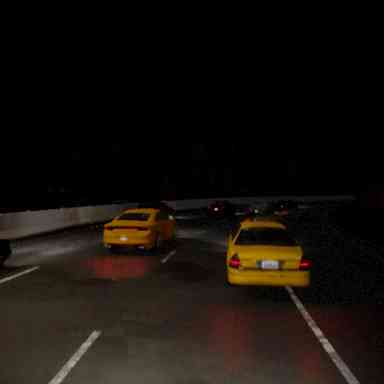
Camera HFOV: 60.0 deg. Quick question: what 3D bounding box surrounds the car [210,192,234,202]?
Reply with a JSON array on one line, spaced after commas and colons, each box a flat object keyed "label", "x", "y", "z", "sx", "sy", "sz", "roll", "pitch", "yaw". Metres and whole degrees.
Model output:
[{"label": "car", "x": 6.470, "y": 1.083, "z": 70.775, "sx": 2.150, "sy": 2.045, "sz": 5.566, "roll": 0, "pitch": 0, "yaw": 41}]

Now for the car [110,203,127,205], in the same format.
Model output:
[{"label": "car", "x": -7.379, "y": 1.458, "z": 34.314, "sx": 1.812, "sy": 1.442, "sz": 4.674, "roll": 0, "pitch": 0, "yaw": 21}]

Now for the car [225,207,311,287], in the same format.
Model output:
[{"label": "car", "x": 1.895, "y": 1.437, "z": 9.247, "sx": 1.801, "sy": 1.575, "sz": 5.366, "roll": 0, "pitch": 0, "yaw": 7}]

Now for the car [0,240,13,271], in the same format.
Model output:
[{"label": "car", "x": -6.356, "y": 1.586, "z": 7.634, "sx": 1.895, "sy": 1.301, "sz": 4.718, "roll": 0, "pitch": 0, "yaw": 6}]

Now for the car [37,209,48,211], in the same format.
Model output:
[{"label": "car", "x": -14.357, "y": 1.531, "z": 35.652, "sx": 1.895, "sy": 1.301, "sz": 4.718, "roll": 0, "pitch": 0, "yaw": 20}]

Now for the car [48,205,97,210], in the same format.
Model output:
[{"label": "car", "x": -11.473, "y": 1.427, "z": 33.213, "sx": 2.128, "sy": 1.511, "sz": 4.902, "roll": 0, "pitch": 0, "yaw": 20}]

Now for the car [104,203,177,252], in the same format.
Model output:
[{"label": "car", "x": -1.938, "y": 1.450, "z": 13.883, "sx": 1.882, "sy": 1.535, "sz": 5.008, "roll": 0, "pitch": 0, "yaw": 9}]

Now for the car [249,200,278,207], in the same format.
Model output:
[{"label": "car", "x": 6.566, "y": 1.463, "z": 31.309, "sx": 1.812, "sy": 1.442, "sz": 4.674, "roll": 0, "pitch": 0, "yaw": 23}]

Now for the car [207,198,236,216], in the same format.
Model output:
[{"label": "car", "x": 2.852, "y": 1.502, "z": 31.131, "sx": 1.994, "sy": 1.385, "sz": 4.181, "roll": 0, "pitch": 0, "yaw": 21}]

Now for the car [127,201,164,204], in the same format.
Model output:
[{"label": "car", "x": -2.815, "y": 1.455, "z": 25.383, "sx": 1.837, "sy": 1.490, "sz": 4.892, "roll": 0, "pitch": 0, "yaw": 16}]

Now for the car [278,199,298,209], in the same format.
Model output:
[{"label": "car", "x": 12.267, "y": 1.515, "z": 42.911, "sx": 1.895, "sy": 1.301, "sz": 4.718, "roll": 0, "pitch": 0, "yaw": 31}]
